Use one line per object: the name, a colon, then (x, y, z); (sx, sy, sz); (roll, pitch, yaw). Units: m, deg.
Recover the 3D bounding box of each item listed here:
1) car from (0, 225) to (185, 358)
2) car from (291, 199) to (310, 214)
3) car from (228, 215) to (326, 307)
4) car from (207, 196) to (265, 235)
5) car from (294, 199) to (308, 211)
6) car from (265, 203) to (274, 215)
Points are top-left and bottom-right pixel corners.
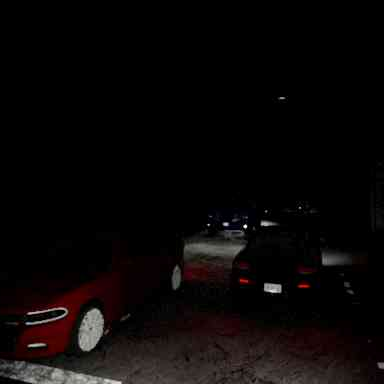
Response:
car: (-1.718, 1.478, 6.442); (1.882, 1.535, 5.008); (0, 0, 20)
car: (12.204, 1.689, 37.380); (1.994, 1.385, 4.181); (0, -1, 19)
car: (2.162, 1.527, 8.034); (1.812, 1.442, 4.674); (0, 0, 19)
car: (2.516, 1.226, 18.698); (2.150, 2.045, 5.566); (0, 0, 19)
car: (15.380, 1.738, 46.882); (1.882, 1.535, 5.008); (0, -1, 19)
car: (5.906, 1.626, 28.644); (1.895, 1.301, 4.718); (0, 0, 19)
